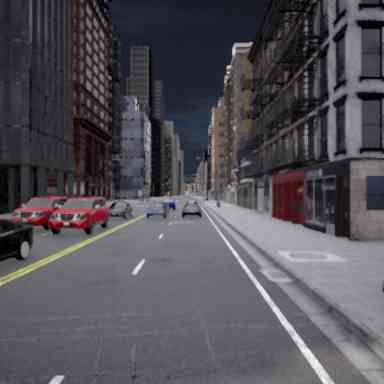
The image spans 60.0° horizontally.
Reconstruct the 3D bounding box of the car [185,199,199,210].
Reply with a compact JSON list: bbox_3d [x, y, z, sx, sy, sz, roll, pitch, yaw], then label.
[{"bbox_3d":[0.027,1.778,47.077,1.812,1.442,4.674,0,-1,0],"label":"car"}]

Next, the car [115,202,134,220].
[{"bbox_3d":[-6.566,1.667,30.376,1.837,1.490,4.892,0,0,0],"label":"car"}]

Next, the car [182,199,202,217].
[{"bbox_3d":[-0.007,1.742,33.494,1.994,1.385,4.181,0,0,1],"label":"car"}]

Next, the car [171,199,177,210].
[{"bbox_3d":[-3.223,1.729,47.024,1.882,1.535,5.008,0,-1,1],"label":"car"}]

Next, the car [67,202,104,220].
[{"bbox_3d":[-9.763,1.707,30.960,1.837,1.490,4.892,0,0,0],"label":"car"}]

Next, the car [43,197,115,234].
[{"bbox_3d":[-6.602,1.328,20.232,2.150,2.045,5.566,0,0,0],"label":"car"}]

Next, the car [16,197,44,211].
[{"bbox_3d":[-9.847,1.340,22.453,2.150,2.045,5.566,0,0,0],"label":"car"}]

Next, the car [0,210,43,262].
[{"bbox_3d":[-6.598,1.529,9.890,1.882,1.535,5.008,0,0,0],"label":"car"}]

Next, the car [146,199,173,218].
[{"bbox_3d":[-3.261,1.717,31.977,2.033,1.411,5.357,0,0,0],"label":"car"}]
